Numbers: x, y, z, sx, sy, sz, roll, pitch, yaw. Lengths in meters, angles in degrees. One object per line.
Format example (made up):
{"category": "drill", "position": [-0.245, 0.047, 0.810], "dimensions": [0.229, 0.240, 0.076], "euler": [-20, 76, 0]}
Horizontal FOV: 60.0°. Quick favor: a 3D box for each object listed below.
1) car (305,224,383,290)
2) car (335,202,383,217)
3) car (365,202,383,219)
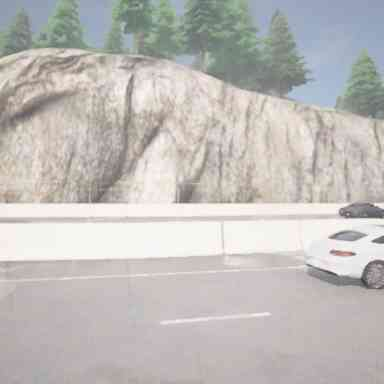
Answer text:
{"category": "car", "position": [5.399, 1.620, 9.052], "dimensions": [4.674, 1.442, 1.812], "euler": [0, 0, -14]}
{"category": "car", "position": [17.826, 1.853, 35.374], "dimensions": [4.892, 1.490, 1.837], "euler": [1, 0, -22]}
{"category": "car", "position": [16.067, 1.872, 30.964], "dimensions": [4.181, 1.385, 1.994], "euler": [1, 0, -20]}
